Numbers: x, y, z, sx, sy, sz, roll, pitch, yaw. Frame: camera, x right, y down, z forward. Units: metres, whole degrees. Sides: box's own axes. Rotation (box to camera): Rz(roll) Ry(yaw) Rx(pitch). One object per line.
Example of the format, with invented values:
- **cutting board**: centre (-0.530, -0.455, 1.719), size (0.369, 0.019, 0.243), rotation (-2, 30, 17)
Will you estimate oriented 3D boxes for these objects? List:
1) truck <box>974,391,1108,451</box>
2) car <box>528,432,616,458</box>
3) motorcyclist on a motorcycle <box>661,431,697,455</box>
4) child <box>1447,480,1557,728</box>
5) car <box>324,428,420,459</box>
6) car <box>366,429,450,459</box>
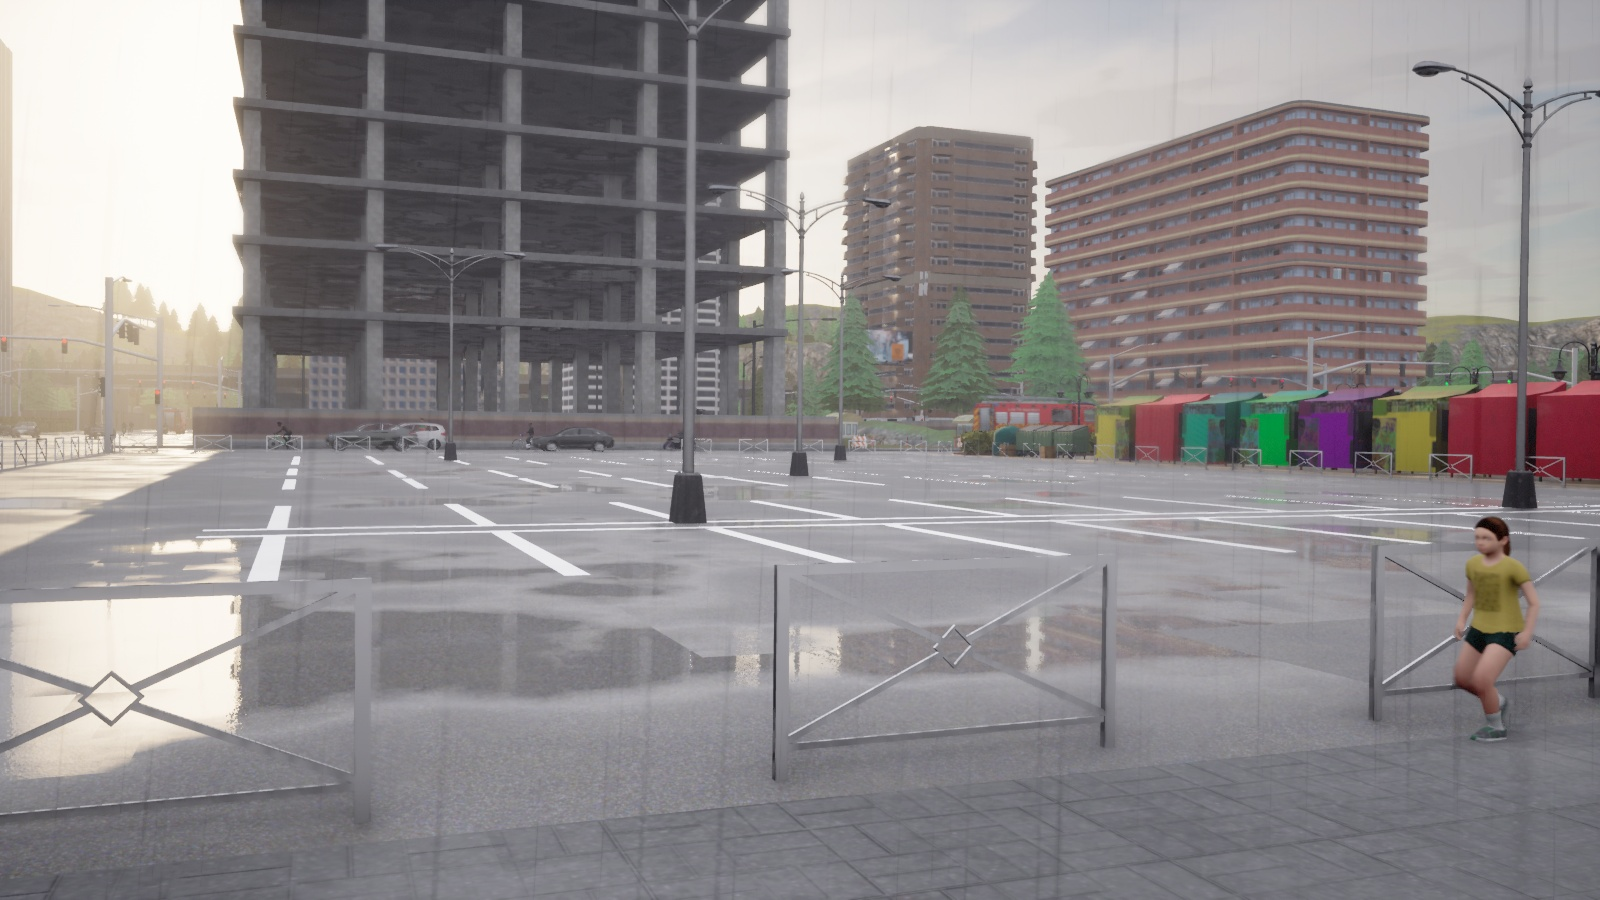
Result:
- **truck**: centre (16.022, -1.953, 83.429), size (8.468, 3.827, 2.891), rotation (-1, 1, -22)
- **car**: centre (-13.657, -0.331, 75.350), size (4.892, 1.490, 1.837), rotation (-1, 1, -22)
- **motorcyclist on a motorcycle**: centre (-7.845, -0.463, 81.442), size (2.191, 1.530, 0.866), rotation (-1, 1, -22)
- **child**: centre (3.287, 0.705, 5.884), size (0.394, 1.110, 0.255), rotation (-1, 1, -20)
- **car**: centre (-24.227, -0.374, 71.120), size (5.027, 1.651, 2.152), rotation (-1, 1, -22)
- **car**: centre (-23.501, -0.382, 75.183), size (4.611, 1.667, 2.242), rotation (-1, 1, -22)
